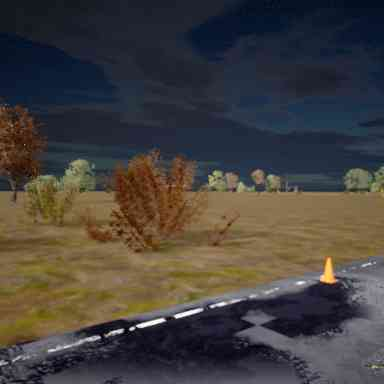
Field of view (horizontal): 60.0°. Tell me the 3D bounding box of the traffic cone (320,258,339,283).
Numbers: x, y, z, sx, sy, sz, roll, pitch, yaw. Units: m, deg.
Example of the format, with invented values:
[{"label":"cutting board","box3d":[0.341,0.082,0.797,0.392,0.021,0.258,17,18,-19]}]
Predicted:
[{"label":"traffic cone","box3d":[3.533,1.990,8.570,0.340,0.580,0.340,0,0,-37]}]
